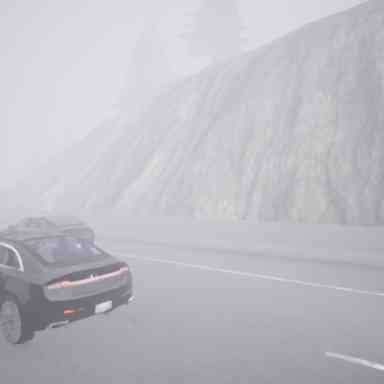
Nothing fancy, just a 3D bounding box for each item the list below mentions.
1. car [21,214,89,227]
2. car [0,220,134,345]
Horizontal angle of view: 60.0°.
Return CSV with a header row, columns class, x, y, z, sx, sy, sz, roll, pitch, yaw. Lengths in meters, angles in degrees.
class,x,y,z,sx,sy,sz,roll,pitch,yaw
car,-5.725,1.619,12.937,4.892,1.490,1.837,-1,0,39
car,-3.268,1.551,6.523,4.902,1.511,2.128,-1,0,37
